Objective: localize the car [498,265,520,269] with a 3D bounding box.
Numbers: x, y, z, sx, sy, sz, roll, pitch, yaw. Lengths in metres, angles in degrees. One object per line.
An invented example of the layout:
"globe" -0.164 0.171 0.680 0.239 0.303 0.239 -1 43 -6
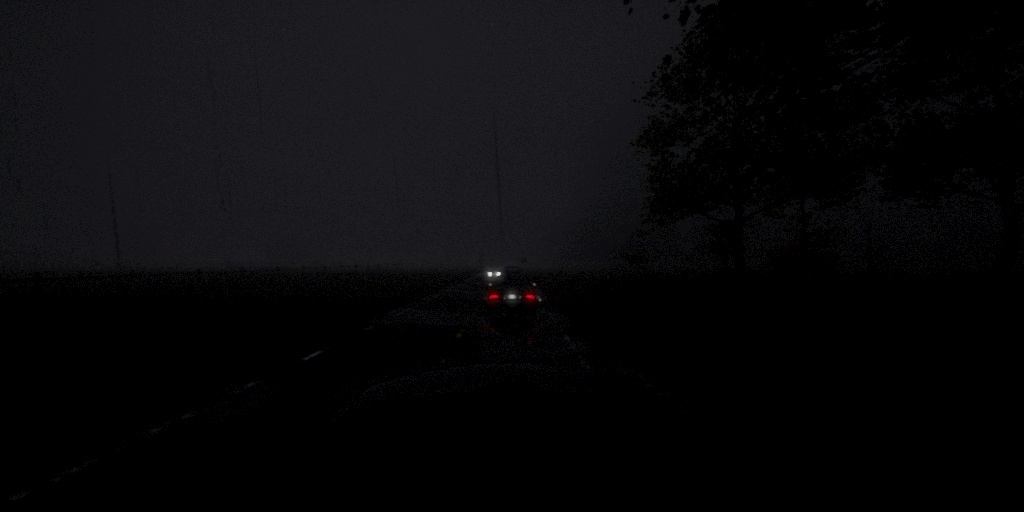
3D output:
"car" 0.031 1.579 30.757 1.812 1.442 4.674 0 0 1

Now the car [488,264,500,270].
"car" -2.756 1.921 57.677 1.895 1.301 4.718 0 -1 0

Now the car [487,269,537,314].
"car" 0.012 1.431 14.398 2.033 1.411 5.357 0 -1 0
